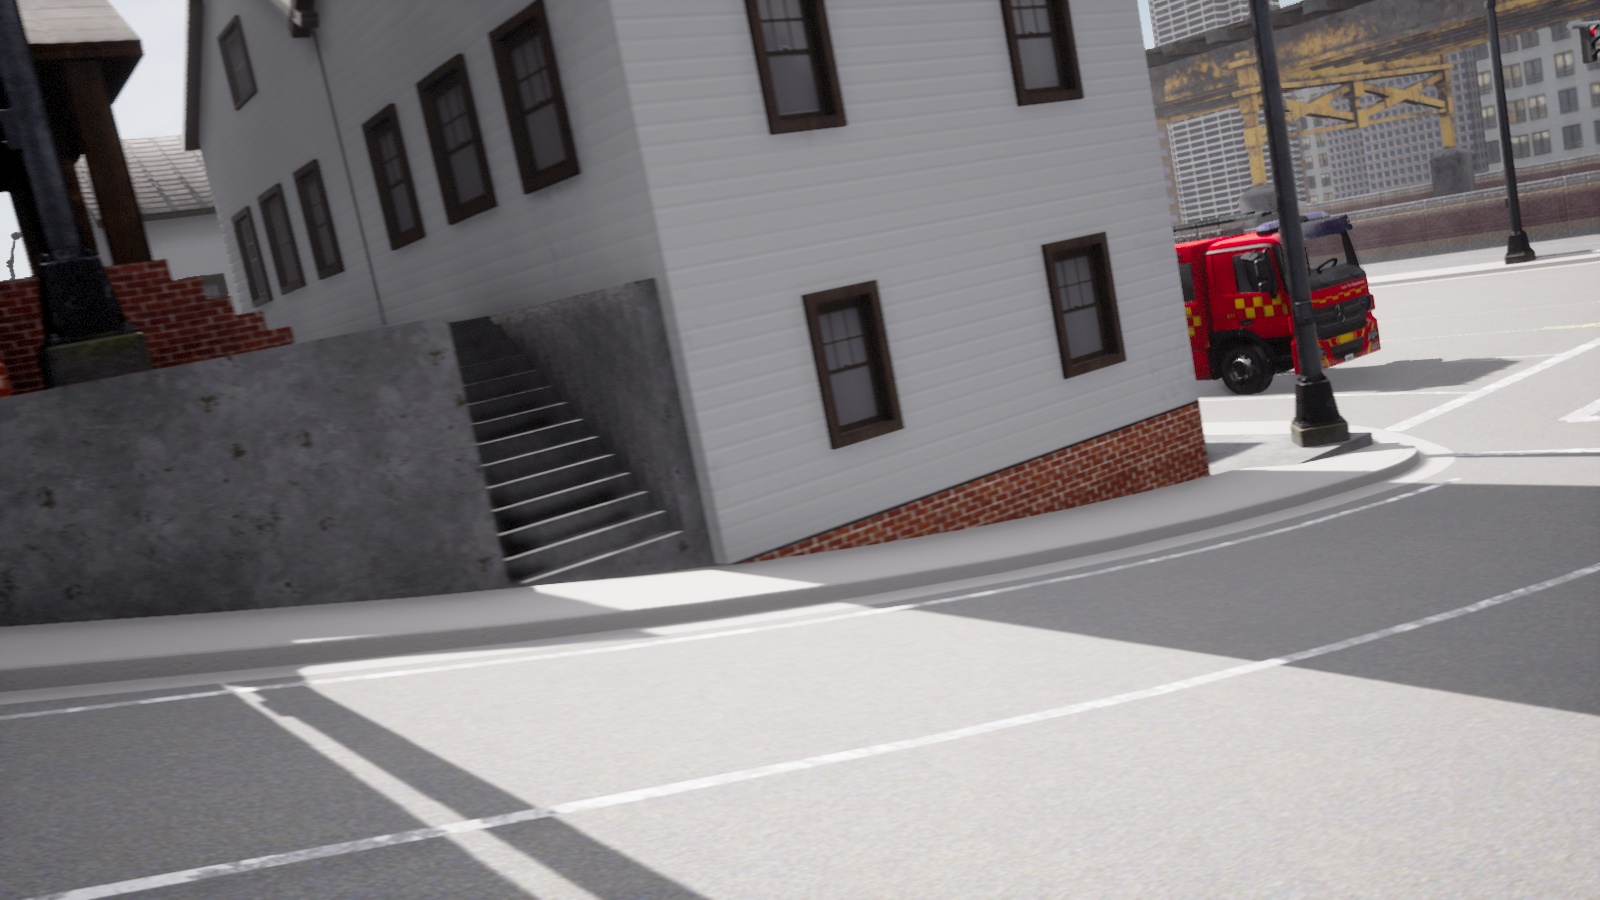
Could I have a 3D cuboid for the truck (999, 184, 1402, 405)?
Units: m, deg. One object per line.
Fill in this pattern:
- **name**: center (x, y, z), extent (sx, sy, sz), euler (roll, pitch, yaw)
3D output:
- **truck**: center (8.976, -3.388, 29.381), extent (2.891, 3.827, 8.468), euler (-17, 9, -33)
